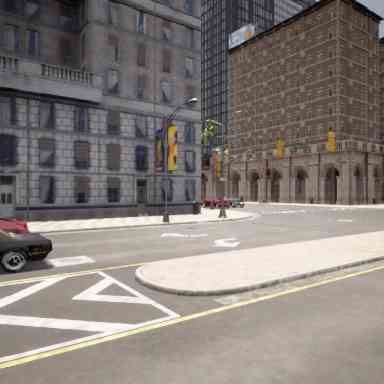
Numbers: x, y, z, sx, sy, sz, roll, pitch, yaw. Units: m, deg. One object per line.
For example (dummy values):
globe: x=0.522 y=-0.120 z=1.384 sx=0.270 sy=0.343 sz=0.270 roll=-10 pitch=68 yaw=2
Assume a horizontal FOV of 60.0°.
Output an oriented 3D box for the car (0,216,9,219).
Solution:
car: x=-8.480 y=1.526 z=12.087 sx=4.674 sy=1.442 sz=1.812 roll=0 pitch=0 yaw=-35

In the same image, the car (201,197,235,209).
car: x=3.234 y=1.478 z=46.396 sx=1.882 sy=1.535 sz=5.008 roll=0 pitch=0 yaw=-35

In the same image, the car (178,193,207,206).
car: x=0.024 y=1.221 z=57.127 sx=2.150 sy=2.045 sz=5.566 roll=0 pitch=0 yaw=-34

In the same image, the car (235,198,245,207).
car: x=5.663 y=1.492 z=49.027 sx=2.128 sy=1.511 sz=4.902 roll=0 pitch=0 yaw=-35

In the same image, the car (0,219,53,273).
car: x=-6.535 y=1.601 z=9.182 sx=4.718 sy=1.301 sz=1.895 roll=0 pitch=0 yaw=-35
